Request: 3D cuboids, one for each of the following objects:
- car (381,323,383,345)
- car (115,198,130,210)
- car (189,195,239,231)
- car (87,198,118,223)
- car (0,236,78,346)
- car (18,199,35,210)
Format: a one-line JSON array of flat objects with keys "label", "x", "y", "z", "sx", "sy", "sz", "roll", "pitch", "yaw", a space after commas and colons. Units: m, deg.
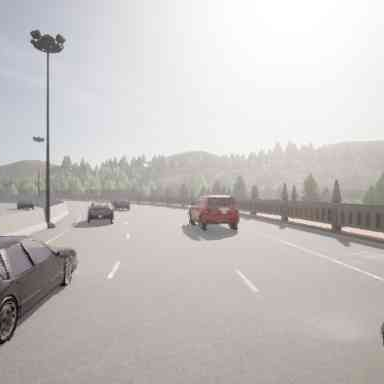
[{"label": "car", "x": 3.397, "y": 1.526, "z": 2.349, "sx": 1.812, "sy": 1.442, "sz": 4.674, "roll": 0, "pitch": 0, "yaw": -2}, {"label": "car", "x": -9.122, "y": 1.490, "z": 41.798, "sx": 2.128, "sy": 1.511, "sz": 4.902, "roll": 0, "pitch": 0, "yaw": -24}, {"label": "car", "x": 1.262, "y": 1.220, "z": 21.106, "sx": 2.150, "sy": 2.045, "sz": 5.566, "roll": 0, "pitch": 0, "yaw": -11}, {"label": "car", "x": -6.975, "y": 1.491, "z": 25.448, "sx": 2.128, "sy": 1.511, "sz": 4.902, "roll": 0, "pitch": 0, "yaw": -14}, {"label": "car", "x": -3.719, "y": 1.547, "z": 6.213, "sx": 2.033, "sy": 1.411, "sz": 5.357, "roll": 0, "pitch": 0, "yaw": -4}, {"label": "car", "x": -21.064, "y": 1.600, "z": 42.211, "sx": 1.895, "sy": 1.301, "sz": 4.718, "roll": 0, "pitch": 0, "yaw": -27}]
